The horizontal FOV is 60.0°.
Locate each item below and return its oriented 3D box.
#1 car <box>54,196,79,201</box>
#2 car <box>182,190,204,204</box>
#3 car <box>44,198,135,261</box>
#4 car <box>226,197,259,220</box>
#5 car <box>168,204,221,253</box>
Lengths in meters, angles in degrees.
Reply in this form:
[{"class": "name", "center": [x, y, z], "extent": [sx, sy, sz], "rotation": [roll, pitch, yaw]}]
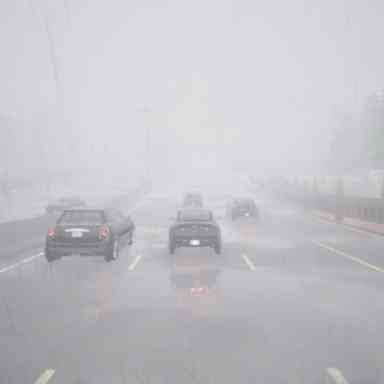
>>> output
[{"class": "car", "center": [-10.506, 1.038, 27.824], "extent": [1.895, 1.301, 4.718], "rotation": [0, 3, 0]}, {"class": "car", "center": [0.095, 0.582, 32.874], "extent": [1.837, 1.490, 4.892], "rotation": [0, 5, 0]}, {"class": "car", "center": [-3.400, 1.259, 11.962], "extent": [2.097, 1.767, 4.553], "rotation": [0, 0, 0]}, {"class": "car", "center": [3.602, 1.145, 24.118], "extent": [1.837, 1.490, 4.892], "rotation": [0, 2, 0]}, {"class": "car", "center": [0.100, 1.399, 13.220], "extent": [1.837, 1.490, 4.892], "rotation": [0, 0, 0]}]
